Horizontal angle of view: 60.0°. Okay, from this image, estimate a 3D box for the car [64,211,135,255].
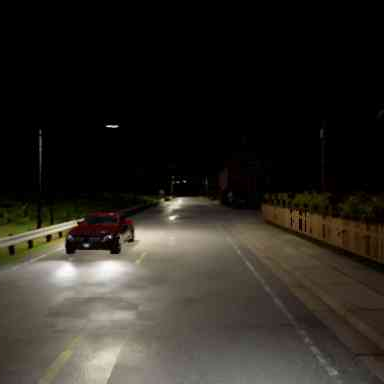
[{"bbox_3d":[-3.514,1.528,13.475,1.812,1.442,4.674,0,0,1],"label":"car"}]
